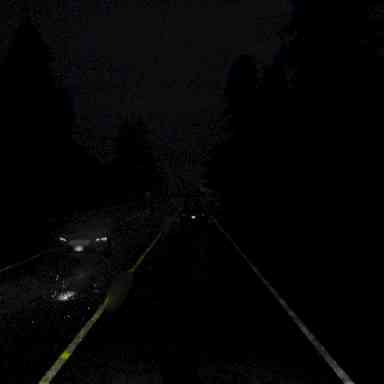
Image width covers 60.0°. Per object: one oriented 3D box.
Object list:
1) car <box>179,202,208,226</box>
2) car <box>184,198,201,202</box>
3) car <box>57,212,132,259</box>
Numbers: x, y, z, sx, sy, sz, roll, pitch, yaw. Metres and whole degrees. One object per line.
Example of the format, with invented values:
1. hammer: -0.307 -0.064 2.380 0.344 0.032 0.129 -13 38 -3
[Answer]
1. car: 0.097 1.674 24.378 1.994 1.385 4.181 0 0 0
2. car: 0.098 1.537 41.248 2.097 1.767 4.553 0 0 0
3. car: -3.601 1.551 13.029 2.128 1.511 4.902 0 0 0
